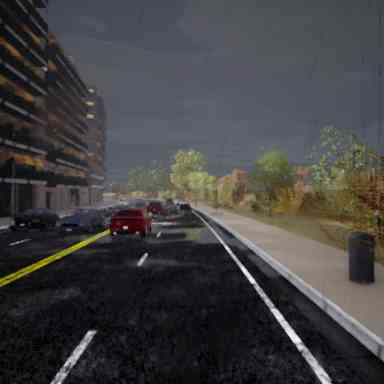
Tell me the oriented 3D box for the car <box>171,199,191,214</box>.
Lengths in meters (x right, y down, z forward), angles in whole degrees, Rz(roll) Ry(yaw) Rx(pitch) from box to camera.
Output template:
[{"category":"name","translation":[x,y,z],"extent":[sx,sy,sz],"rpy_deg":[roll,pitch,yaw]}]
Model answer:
[{"category":"car","translation":[-1.104,1.846,39.902],"extent":[2.128,1.511,4.902],"rpy_deg":[0,0,-4]}]

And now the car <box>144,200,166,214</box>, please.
[{"category":"car","translation":[-4.357,1.840,39.794],"extent":[1.882,1.535,5.008],"rpy_deg":[0,0,-4]}]

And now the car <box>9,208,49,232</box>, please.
[{"category":"car","translation":[-10.223,1.789,21.943],"extent":[1.994,1.385,4.181],"rpy_deg":[0,-1,-2]}]

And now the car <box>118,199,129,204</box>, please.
[{"category":"car","translation":[-13.069,2.092,63.417],"extent":[1.812,1.442,4.674],"rpy_deg":[0,0,-6]}]

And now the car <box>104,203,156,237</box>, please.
[{"category":"car","translation":[-3.437,1.662,19.342],"extent":[1.882,1.535,5.008],"rpy_deg":[0,0,-2]}]

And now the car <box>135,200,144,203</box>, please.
[{"category":"car","translation":[-9.692,2.128,62.523],"extent":[2.033,1.411,5.357],"rpy_deg":[0,0,-6]}]

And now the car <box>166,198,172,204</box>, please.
[{"category":"car","translation":[-5.642,2.202,81.822],"extent":[1.837,1.490,4.892],"rpy_deg":[0,0,-9]}]

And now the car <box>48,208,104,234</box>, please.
[{"category":"car","translation":[-6.943,1.758,21.261],"extent":[2.033,1.411,5.357],"rpy_deg":[0,0,-2]}]
